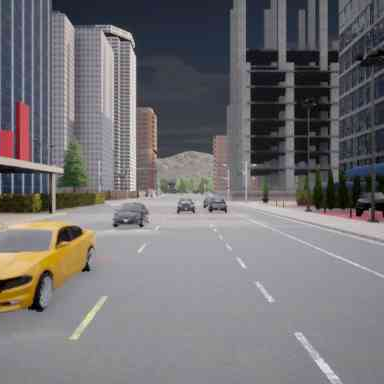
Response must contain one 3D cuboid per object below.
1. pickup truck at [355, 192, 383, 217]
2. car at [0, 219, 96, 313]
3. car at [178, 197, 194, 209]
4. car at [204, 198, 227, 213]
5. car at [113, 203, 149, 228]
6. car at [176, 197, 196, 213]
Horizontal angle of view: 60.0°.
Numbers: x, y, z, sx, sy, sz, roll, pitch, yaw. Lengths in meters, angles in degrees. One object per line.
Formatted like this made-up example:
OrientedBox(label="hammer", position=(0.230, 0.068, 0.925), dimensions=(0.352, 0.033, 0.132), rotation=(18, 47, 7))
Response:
OrientedBox(label="pickup truck", position=(16.024, 1.054, 29.544), dimensions=(2.390, 2.098, 6.274), rotation=(0, 0, 29))
OrientedBox(label="car", position=(-3.729, 1.476, 7.901), dimensions=(1.882, 1.535, 5.008), rotation=(0, 0, -1))
OrientedBox(label="car", position=(-0.868, 1.484, 46.001), dimensions=(2.128, 1.511, 4.902), rotation=(0, 0, -1))
OrientedBox(label="car", position=(2.803, 1.485, 37.163), dimensions=(2.128, 1.511, 4.902), rotation=(0, 0, -1))
OrientedBox(label="car", position=(-3.983, 1.503, 22.328), dimensions=(1.837, 1.490, 4.892), rotation=(0, 0, -1))
OrientedBox(label="car", position=(-0.642, 1.520, 36.062), dimensions=(1.812, 1.442, 4.674), rotation=(0, 0, -1))
